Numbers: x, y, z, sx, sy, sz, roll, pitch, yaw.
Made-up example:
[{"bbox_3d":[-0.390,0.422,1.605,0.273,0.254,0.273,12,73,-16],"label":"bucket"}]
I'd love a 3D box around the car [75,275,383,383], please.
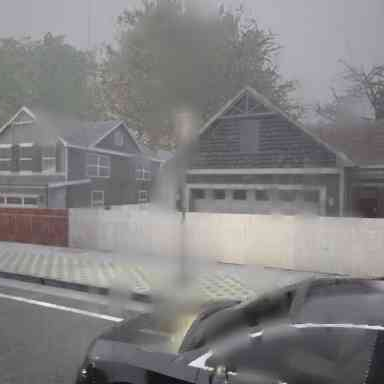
[{"bbox_3d":[1.256,1.504,2.674,4.892,1.490,1.837,0,0,27],"label":"car"}]
